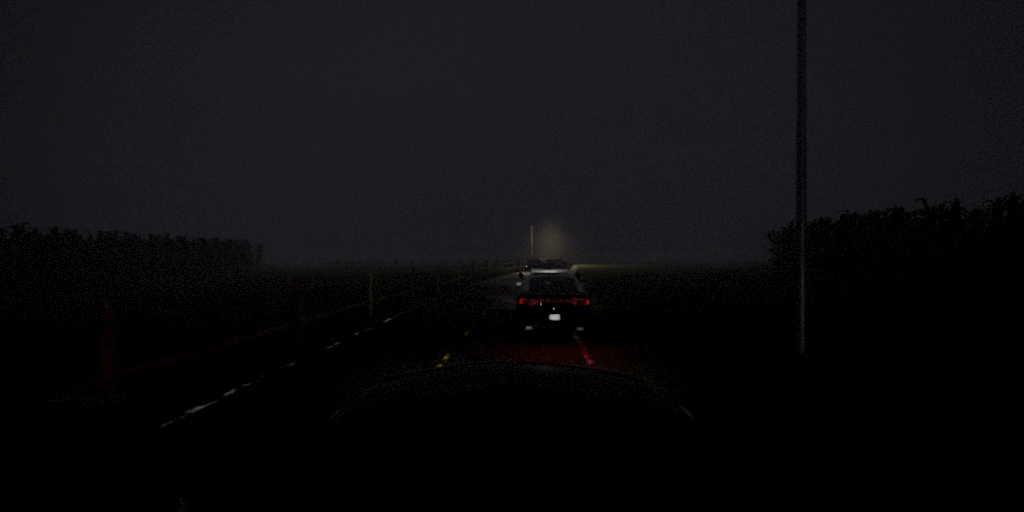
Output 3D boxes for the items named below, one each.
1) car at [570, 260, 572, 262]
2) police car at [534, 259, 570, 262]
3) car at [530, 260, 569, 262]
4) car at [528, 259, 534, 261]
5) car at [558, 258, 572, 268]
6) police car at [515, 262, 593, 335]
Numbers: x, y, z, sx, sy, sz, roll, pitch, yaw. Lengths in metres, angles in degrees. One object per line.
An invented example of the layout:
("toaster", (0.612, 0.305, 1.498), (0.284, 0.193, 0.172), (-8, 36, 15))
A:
("car", (6.274, 1.062, 46.060), (1.882, 1.535, 5.008), (0, 0, 12))
("police car", (3.022, 1.089, 26.233), (1.930, 1.638, 5.238), (0, 0, 10))
("car", (2.096, 1.164, 20.285), (1.882, 1.535, 5.008), (0, 0, 8))
("car", (2.696, 1.102, 42.899), (1.837, 1.490, 4.892), (0, 0, 12))
("car", (8.638, 1.100, 57.814), (1.994, 1.385, 4.181), (0, 0, 12))
("police car", (1.124, 1.148, 10.596), (1.930, 1.638, 5.238), (0, 0, 4))
